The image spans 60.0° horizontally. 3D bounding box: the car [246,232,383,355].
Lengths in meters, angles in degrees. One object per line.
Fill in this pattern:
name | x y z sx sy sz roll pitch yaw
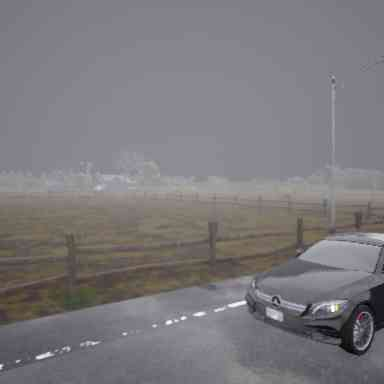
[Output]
car | 3.096 1.530 6.199 4.674 1.442 1.812 0 0 -35
